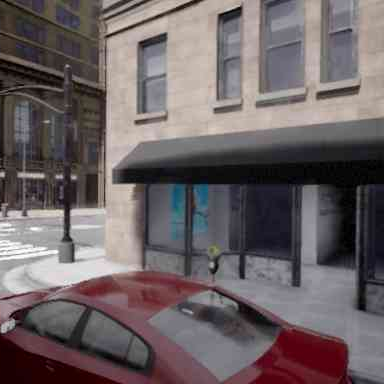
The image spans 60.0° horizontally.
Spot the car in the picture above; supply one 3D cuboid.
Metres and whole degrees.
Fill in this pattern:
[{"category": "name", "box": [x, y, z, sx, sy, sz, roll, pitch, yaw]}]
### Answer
[{"category": "car", "box": [-0.764, 1.544, 3.494, 4.507, 1.381, 1.887, 0, 1, 35]}]
